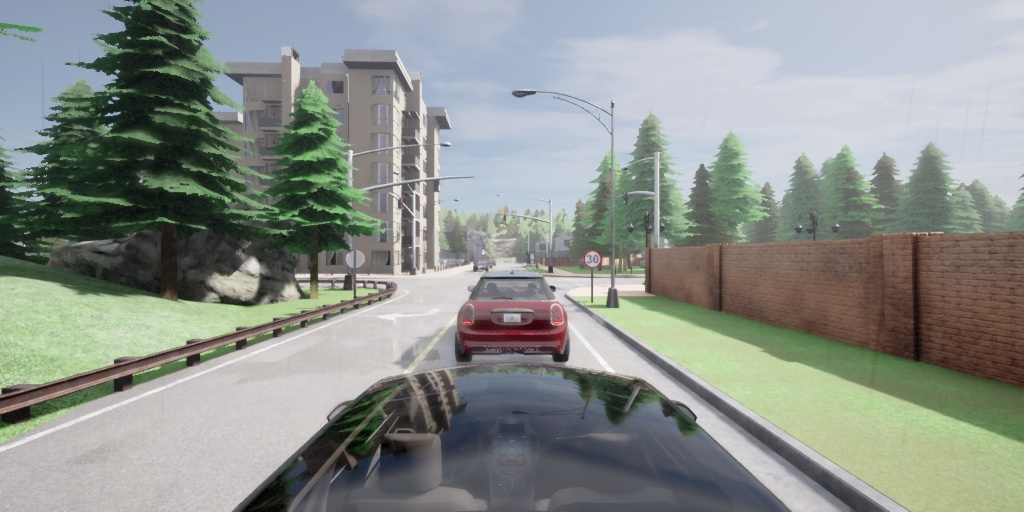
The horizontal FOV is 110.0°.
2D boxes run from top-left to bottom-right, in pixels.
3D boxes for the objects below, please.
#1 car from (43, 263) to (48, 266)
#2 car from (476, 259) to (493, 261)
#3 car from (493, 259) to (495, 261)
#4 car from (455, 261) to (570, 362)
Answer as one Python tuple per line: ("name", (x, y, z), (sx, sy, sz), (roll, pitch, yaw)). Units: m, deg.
("car", (-30.898, 0.987, 24.688), (5.566, 2.045, 2.150), (0, 0, -1))
("car", (-3.983, 1.241, 46.694), (2.128, 1.511, 4.902), (0, 0, -1))
("car", (-4.058, 1.313, 56.548), (1.994, 1.385, 4.181), (0, 0, 0))
("car", (0.005, 1.102, 8.373), (2.097, 1.767, 4.553), (0, 0, 0))
